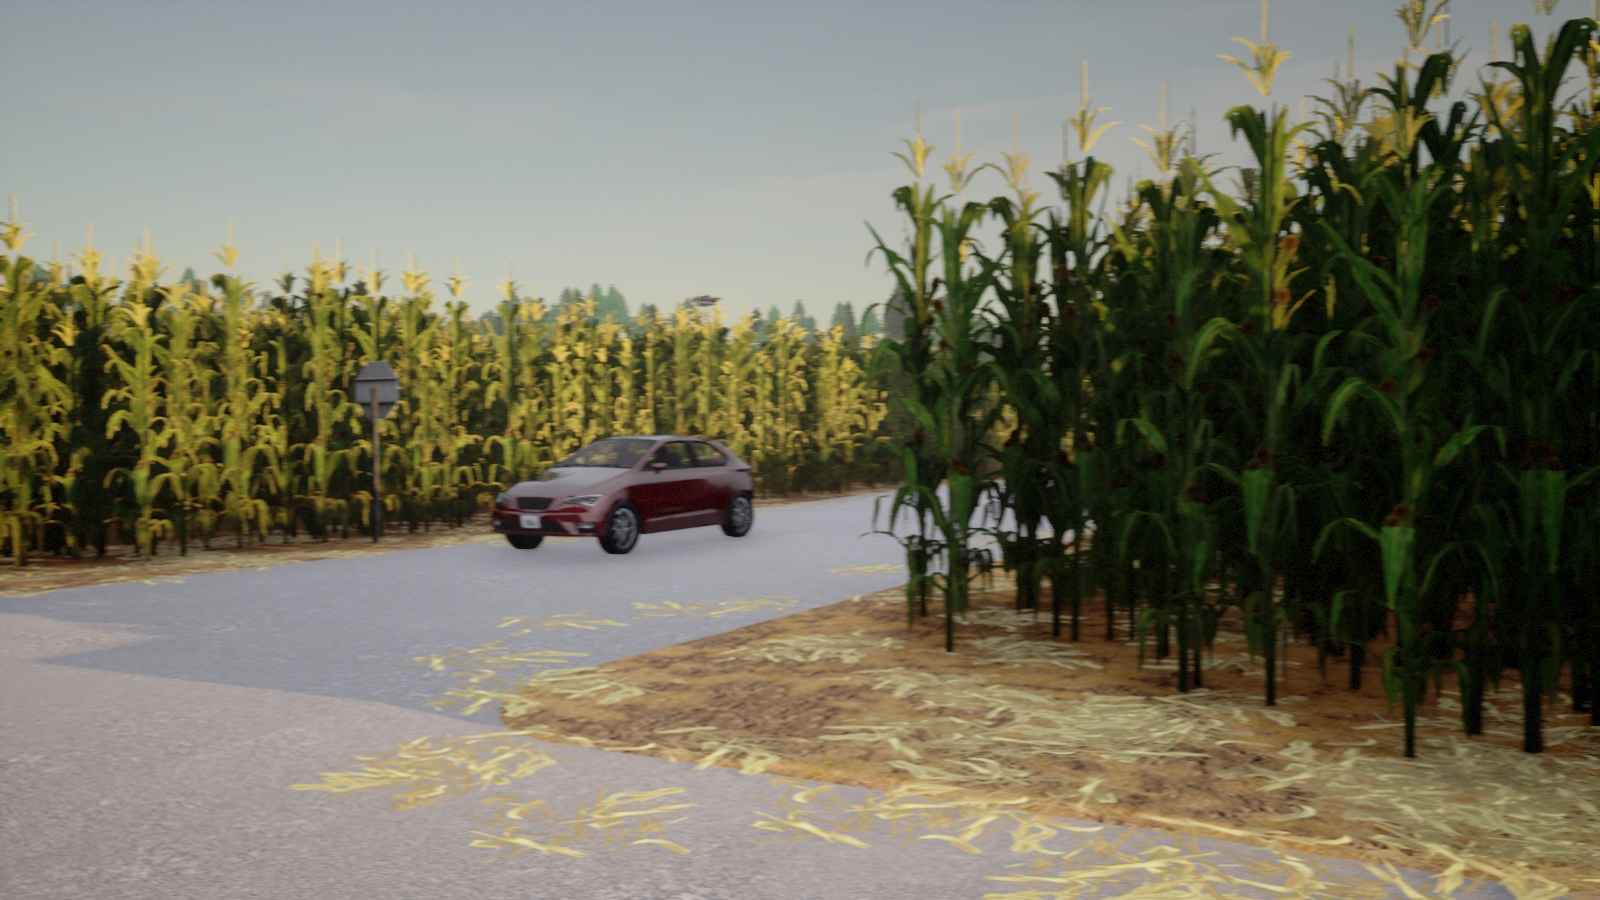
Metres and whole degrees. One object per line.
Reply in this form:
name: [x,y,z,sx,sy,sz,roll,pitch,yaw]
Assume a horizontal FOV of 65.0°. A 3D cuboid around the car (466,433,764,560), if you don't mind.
car: [-2.344,0.518,17.010,1.816,1.474,4.193,1,1,29]
